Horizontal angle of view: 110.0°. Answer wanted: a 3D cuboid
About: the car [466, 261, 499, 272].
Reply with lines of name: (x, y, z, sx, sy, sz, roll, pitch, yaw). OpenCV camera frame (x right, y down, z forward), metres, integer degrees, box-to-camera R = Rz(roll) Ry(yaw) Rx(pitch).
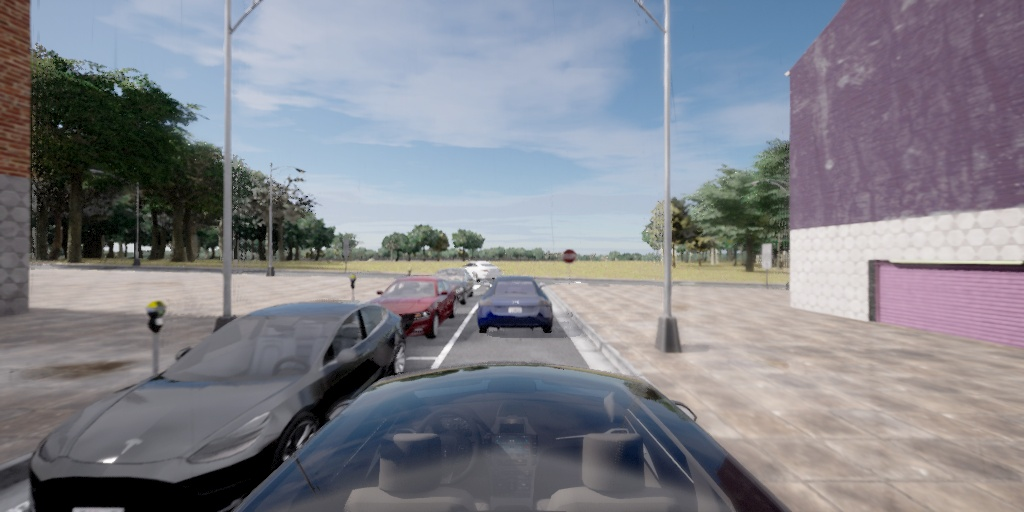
car: (-2.497, 1.108, 25.780, 1.812, 1.442, 4.674, 3, -1, -34)

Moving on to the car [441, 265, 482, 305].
car: (-2.633, 1.234, 15.546, 2.007, 1.370, 4.403, 0, 0, 0)

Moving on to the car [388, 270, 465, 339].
car: (-2.635, 1.256, 10.004, 1.888, 1.381, 4.507, 0, 0, 0)

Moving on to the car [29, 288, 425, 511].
car: (-2.636, 1.303, 4.464, 1.948, 1.339, 4.313, 0, 0, 0)

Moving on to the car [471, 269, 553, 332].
car: (0.088, 1.271, 10.717, 1.994, 1.385, 4.181, 0, 0, 0)
